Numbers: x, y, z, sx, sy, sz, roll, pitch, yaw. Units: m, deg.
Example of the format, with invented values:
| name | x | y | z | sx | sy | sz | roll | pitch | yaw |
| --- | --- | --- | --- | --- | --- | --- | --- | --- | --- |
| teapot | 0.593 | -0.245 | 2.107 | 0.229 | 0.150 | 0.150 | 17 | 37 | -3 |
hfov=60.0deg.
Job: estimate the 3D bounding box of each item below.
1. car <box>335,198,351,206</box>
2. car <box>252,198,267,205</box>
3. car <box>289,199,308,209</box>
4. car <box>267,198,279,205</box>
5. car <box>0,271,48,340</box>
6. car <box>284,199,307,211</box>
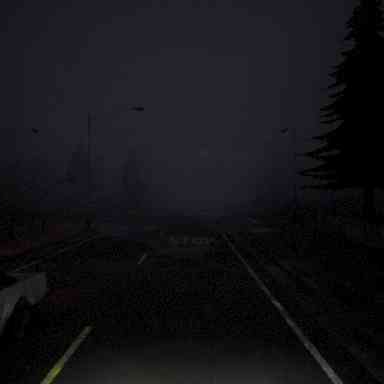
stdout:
| name | x | y | z | sx | sy | sz | roll | pitch | yaw |
| --- | --- | --- | --- | --- | --- | --- | --- | --- | --- |
| car | 29.102 | 1.941 | 64.168 | 1.845 | 1.501 | 3.633 | 0 | -1 | 0 |
| car | 14.194 | 2.037 | 71.935 | 2.007 | 1.523 | 4.514 | 0 | -1 | 0 |
| car | 17.003 | 1.901 | 53.294 | 1.970 | 1.475 | 3.806 | 0 | -1 | 0 |
| car | 17.331 | 2.028 | 71.957 | 2.152 | 1.636 | 5.027 | 0 | -1 | 0 |
| car | -3.580 | 1.640 | 3.884 | 1.895 | 1.301 | 4.718 | 0 | -1 | 0 |
| car | 13.950 | 1.819 | 45.903 | 1.845 | 1.501 | 3.633 | 0 | -1 | 0 |
